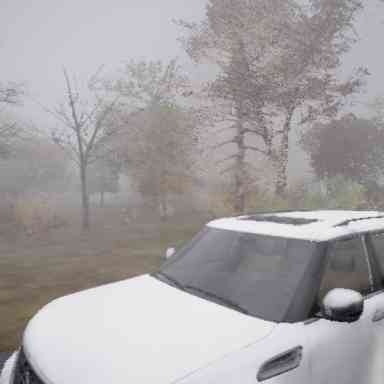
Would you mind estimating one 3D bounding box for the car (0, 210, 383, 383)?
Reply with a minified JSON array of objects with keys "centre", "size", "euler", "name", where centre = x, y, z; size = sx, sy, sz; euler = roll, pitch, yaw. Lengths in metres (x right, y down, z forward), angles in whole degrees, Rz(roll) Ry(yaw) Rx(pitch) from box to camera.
[{"centre":[1.057,1.267,3.720],"size":[5.566,2.045,2.150],"euler":[1,-1,-37],"name":"car"}]
